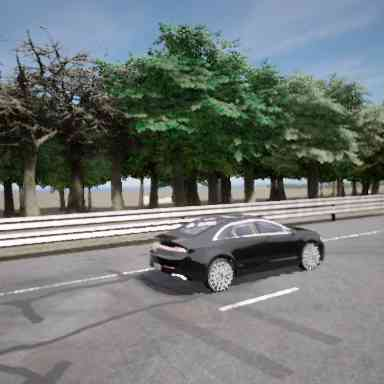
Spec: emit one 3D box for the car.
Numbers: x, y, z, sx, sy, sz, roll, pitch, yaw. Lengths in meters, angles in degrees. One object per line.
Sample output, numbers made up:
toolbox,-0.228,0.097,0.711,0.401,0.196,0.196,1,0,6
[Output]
car,1.295,1.315,8.437,4.902,1.511,2.128,-2,1,-32
